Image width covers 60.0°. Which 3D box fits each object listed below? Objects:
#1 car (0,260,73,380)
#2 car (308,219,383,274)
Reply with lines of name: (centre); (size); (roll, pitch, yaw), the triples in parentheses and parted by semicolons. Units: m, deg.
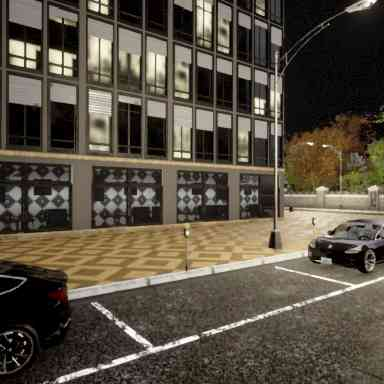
car: (-3.677, 1.566, 3.935); (4.313, 1.339, 1.947); (0, 0, -36)
car: (5.551, 1.562, 10.623); (4.313, 1.339, 1.947); (0, 0, -36)
